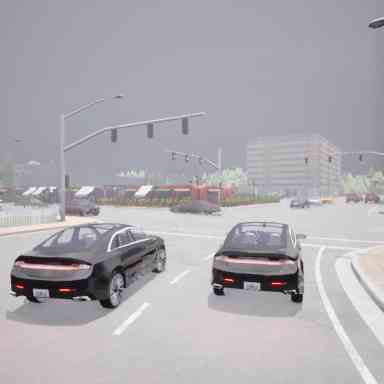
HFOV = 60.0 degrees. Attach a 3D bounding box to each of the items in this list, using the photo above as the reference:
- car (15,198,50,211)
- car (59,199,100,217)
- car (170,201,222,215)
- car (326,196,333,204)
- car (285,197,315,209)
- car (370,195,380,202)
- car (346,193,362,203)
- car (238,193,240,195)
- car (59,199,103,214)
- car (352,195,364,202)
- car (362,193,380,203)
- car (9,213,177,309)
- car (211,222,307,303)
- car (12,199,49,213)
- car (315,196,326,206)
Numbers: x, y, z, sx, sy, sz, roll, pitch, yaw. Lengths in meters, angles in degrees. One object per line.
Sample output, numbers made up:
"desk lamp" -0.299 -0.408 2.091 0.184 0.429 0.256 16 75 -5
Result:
"car" -20.365 1.581 42.508 4.674 1.442 1.812 0 0 32
"car" -11.003 1.619 32.491 4.181 1.385 1.994 0 0 33
"car" 0.356 1.585 33.886 5.357 1.411 2.033 0 0 32
"car" 25.683 1.478 63.429 1.882 1.535 5.008 0 0 32
"car" 15.146 1.491 46.470 2.128 1.511 4.902 0 0 32
"car" 42.463 1.524 77.297 1.812 1.442 4.674 0 0 32
"car" 34.124 1.225 70.434 2.150 2.045 5.566 0 0 32
"car" 11.527 1.209 88.628 4.605 1.855 1.932 0 0 32
"car" -12.563 1.547 37.617 4.902 1.511 2.128 0 0 32
"car" 39.702 1.540 79.488 2.033 1.411 5.357 0 0 32
"car" 36.910 1.225 68.284 2.150 2.045 5.566 0 0 32
"car" -2.035 1.492 7.980 2.128 1.511 4.902 0 0 12
"car" 1.783 1.492 8.358 2.128 1.511 4.902 0 0 17
"car" -18.117 1.619 36.966 4.181 1.385 1.994 0 0 32
"car" 20.318 1.526 54.846 1.812 1.442 4.674 0 0 32
